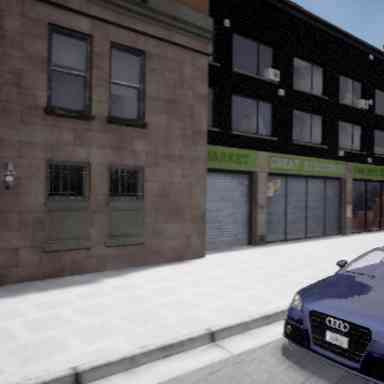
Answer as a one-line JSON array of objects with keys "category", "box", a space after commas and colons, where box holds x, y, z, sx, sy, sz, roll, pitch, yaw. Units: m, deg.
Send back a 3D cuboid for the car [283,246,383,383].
[{"category": "car", "box": [3.358, 1.598, 5.148, 4.181, 1.385, 1.994, 1, 0, -36]}]
